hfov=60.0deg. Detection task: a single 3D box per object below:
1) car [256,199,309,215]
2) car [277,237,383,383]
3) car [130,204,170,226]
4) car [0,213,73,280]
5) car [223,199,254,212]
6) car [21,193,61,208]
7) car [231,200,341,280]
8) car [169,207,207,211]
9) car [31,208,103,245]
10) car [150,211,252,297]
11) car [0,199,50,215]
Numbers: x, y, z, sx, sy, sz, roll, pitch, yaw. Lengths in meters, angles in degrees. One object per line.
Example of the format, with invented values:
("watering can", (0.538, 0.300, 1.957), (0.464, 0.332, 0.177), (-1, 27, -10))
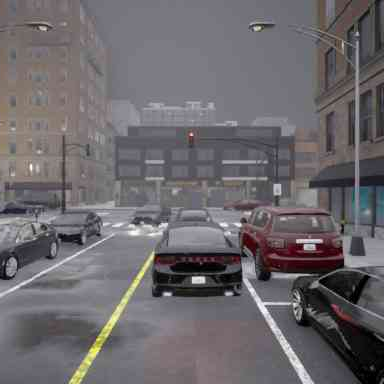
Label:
("car", (9.320, 1.546, 34.554), (4.902, 1.511, 2.128), (0, 0, 0))
("car", (2.631, 1.566, 4.153), (1.947, 1.339, 4.313), (0, 0, 0))
("car", (-2.728, 1.545, 23.442), (2.033, 1.411, 5.357), (0, 0, 8))
("car", (-5.402, 1.551, 9.804), (2.008, 1.369, 4.403), (0, 0, 0))
("car", (6.046, 1.516, 37.780), (5.008, 1.535, 1.882), (0, 0, 0))
("car", (-17.829, 1.144, 37.645), (5.566, 2.045, 2.150), (0, 0, 0))
("car", (2.623, 1.315, 9.815), (2.192, 1.841, 5.009), (0, 0, 0))
("car", (0.059, 1.505, 16.137), (1.837, 1.490, 4.892), (0, 0, 0))
("car", (-5.409, 1.566, 15.467), (1.947, 1.339, 4.313), (0, 0, 0))
("car", (0.062, 1.478, 8.632), (1.882, 1.535, 5.008), (0, 0, -1))
("car", (-16.207, 1.531, 30.951), (4.718, 1.301, 1.895), (0, 0, 0))
